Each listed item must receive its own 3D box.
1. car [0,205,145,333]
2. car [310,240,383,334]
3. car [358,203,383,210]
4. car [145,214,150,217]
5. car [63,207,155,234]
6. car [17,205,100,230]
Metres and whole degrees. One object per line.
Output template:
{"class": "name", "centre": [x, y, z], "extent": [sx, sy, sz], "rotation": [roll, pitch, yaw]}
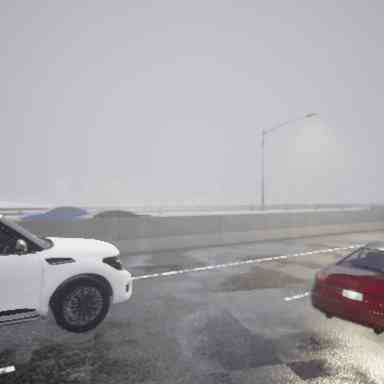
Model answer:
{"class": "car", "centre": [-3.798, 1.257, 5.303], "extent": [5.566, 2.045, 2.150], "rotation": [1, -1, -34]}
{"class": "car", "centre": [4.267, 1.671, 6.528], "extent": [4.181, 1.385, 1.994], "rotation": [1, -1, -34]}
{"class": "car", "centre": [24.518, 2.229, 45.226], "extent": [4.902, 1.511, 2.128], "rotation": [1, -1, -33]}
{"class": "car", "centre": [-4.611, 1.656, 17.663], "extent": [5.008, 1.535, 1.882], "rotation": [1, -1, -34]}
{"class": "car", "centre": [-5.250, 1.766, 21.455], "extent": [5.357, 1.411, 2.033], "rotation": [1, -1, -34]}
{"class": "car", "centre": [-9.161, 1.688, 23.037], "extent": [5.008, 1.535, 1.882], "rotation": [1, -1, -34]}
